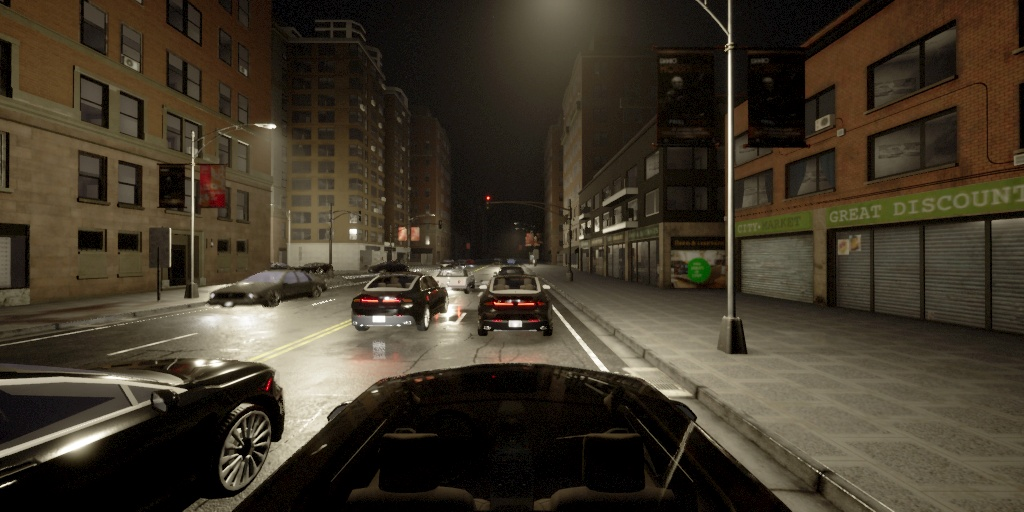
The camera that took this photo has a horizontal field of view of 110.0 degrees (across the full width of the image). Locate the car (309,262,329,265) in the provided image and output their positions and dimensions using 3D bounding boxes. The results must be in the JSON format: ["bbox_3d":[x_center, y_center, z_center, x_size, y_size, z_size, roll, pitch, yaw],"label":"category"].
[{"bbox_3d":[-22.230,1.347,40.036,4.313,1.339,1.948,0,0,0],"label":"car"}]

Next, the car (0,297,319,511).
[{"bbox_3d":[-3.153,1.242,1.574,2.128,1.511,4.902,0,0,0],"label":"car"}]

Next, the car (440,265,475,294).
[{"bbox_3d":[-3.190,1.354,20.275,1.895,1.301,4.718,0,0,0],"label":"car"}]

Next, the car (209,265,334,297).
[{"bbox_3d":[-9.881,1.299,15.168,2.033,1.411,5.357,0,0,0],"label":"car"}]

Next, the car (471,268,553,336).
[{"bbox_3d":[0.081,1.256,10.372,1.837,1.490,4.892,0,0,0],"label":"car"}]

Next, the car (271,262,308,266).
[{"bbox_3d":[-22.612,1.316,34.555,4.181,1.385,1.994,0,0,0],"label":"car"}]

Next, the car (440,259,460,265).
[{"bbox_3d":[-9.956,1.264,55.849,2.128,1.511,4.902,0,0,0],"label":"car"}]

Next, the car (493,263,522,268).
[{"bbox_3d":[-0.036,1.278,19.628,1.812,1.442,4.674,0,0,0],"label":"car"}]

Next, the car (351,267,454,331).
[{"bbox_3d":[-3.171,1.256,10.962,1.837,1.490,4.892,0,0,0],"label":"car"}]

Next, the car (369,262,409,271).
[{"bbox_3d":[-13.298,1.328,38.970,4.181,1.385,1.994,0,0,-45],"label":"car"}]
